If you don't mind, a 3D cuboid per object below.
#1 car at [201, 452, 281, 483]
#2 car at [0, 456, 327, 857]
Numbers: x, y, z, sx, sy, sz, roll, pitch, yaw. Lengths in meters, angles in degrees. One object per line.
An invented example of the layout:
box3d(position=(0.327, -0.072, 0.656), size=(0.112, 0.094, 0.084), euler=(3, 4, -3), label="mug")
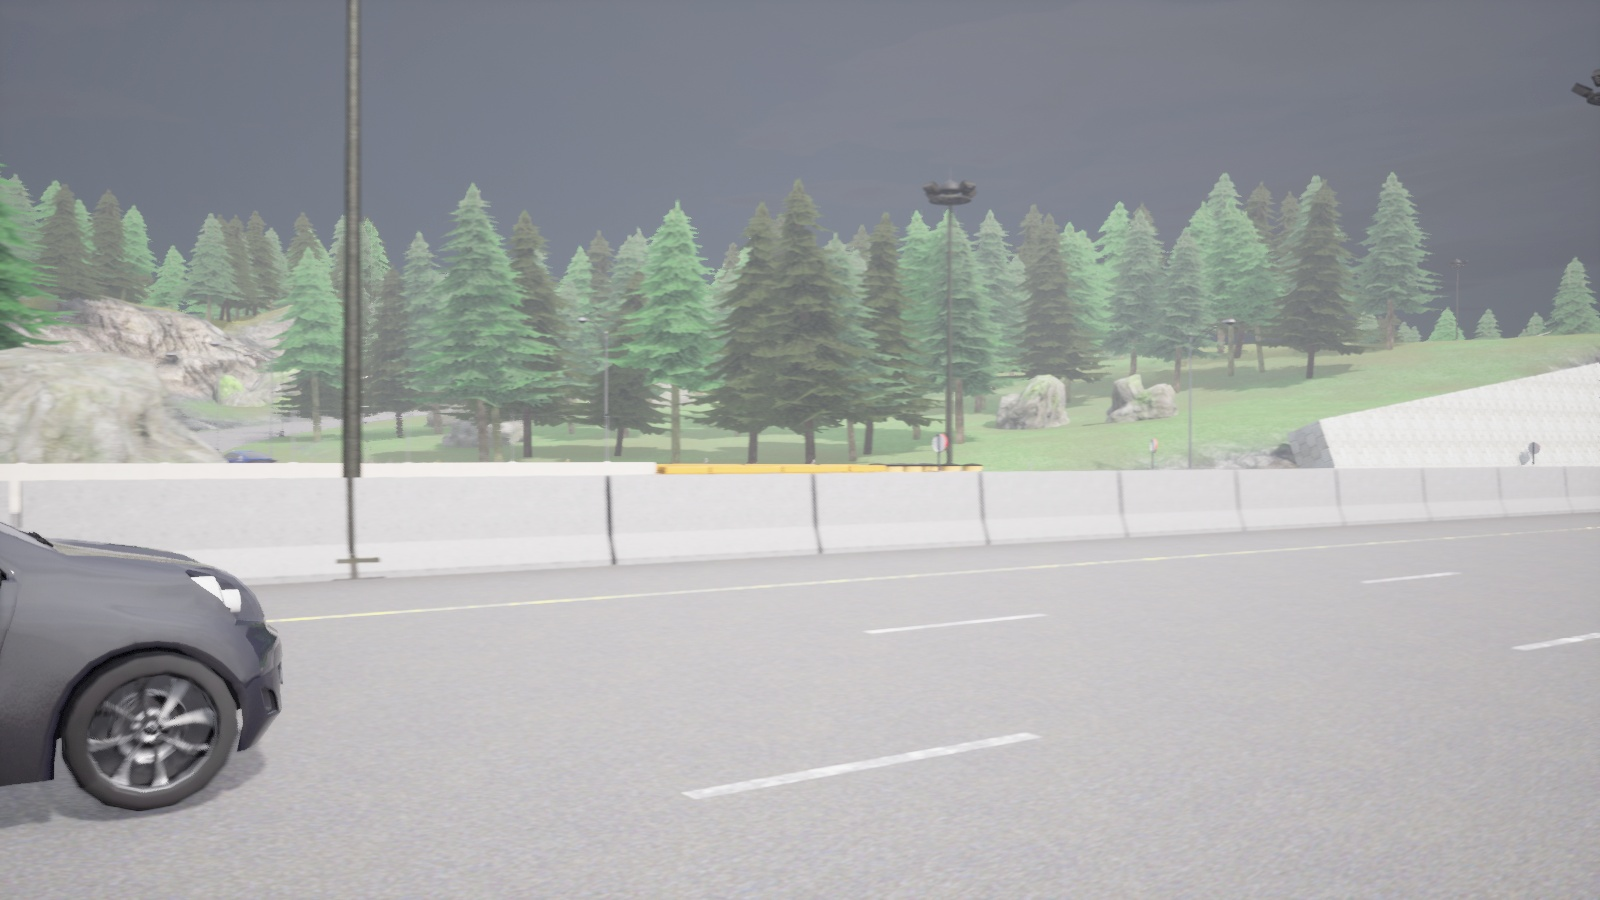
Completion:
box3d(position=(-29.715, 0.892, 66.701), size=(5.008, 1.535, 1.882), euler=(1, 0, 40), label="car")
box3d(position=(-4.048, 0.780, 5.106), size=(3.633, 1.501, 1.845), euler=(0, 0, -35), label="car")
